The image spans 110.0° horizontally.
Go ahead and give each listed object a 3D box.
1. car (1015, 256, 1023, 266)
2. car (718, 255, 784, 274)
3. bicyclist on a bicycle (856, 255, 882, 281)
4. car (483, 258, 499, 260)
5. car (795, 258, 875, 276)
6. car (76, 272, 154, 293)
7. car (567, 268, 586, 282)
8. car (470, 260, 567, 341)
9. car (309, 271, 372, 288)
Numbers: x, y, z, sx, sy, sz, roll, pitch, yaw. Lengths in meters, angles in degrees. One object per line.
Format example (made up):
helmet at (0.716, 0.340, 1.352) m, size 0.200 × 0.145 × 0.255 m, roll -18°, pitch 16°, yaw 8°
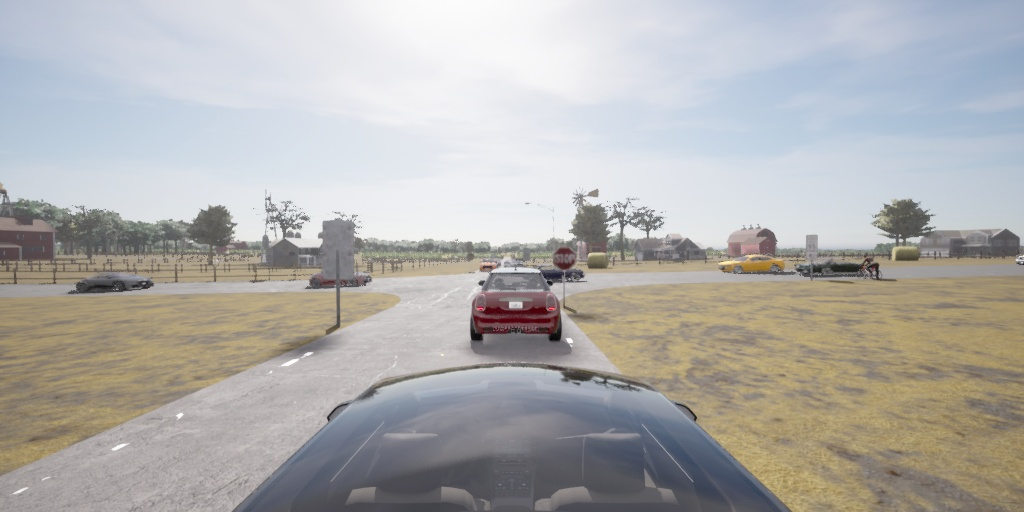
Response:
car at (46.160, 0.149, 30.552) m, size 4.674 × 1.442 × 1.812 m, roll -1°, pitch 1°, yaw 0°
car at (20.266, 0.687, 30.492) m, size 5.008 × 1.535 × 1.882 m, roll -1°, pitch 1°, yaw 0°
bicyclist on a bicycle at (22.792, 0.742, 22.911) m, size 0.582 × 1.620 × 1.656 m, roll -1°, pitch 0°, yaw 0°
car at (-3.076, 1.107, 46.371) m, size 2.097 × 1.767 × 4.553 m, roll 0°, pitch 0°, yaw -1°
car at (24.162, 0.794, 26.836) m, size 4.718 × 1.301 × 1.895 m, roll -1°, pitch 1°, yaw 0°
car at (-29.332, 1.901, 26.595) m, size 4.181 × 1.385 × 1.994 m, roll -1°, pitch 1°, yaw 0°
car at (3.026, 1.248, 26.756) m, size 4.718 × 1.301 × 1.895 m, roll -1°, pitch 1°, yaw 0°
car at (0.110, 1.098, 10.019) m, size 2.097 × 1.767 × 4.553 m, roll 0°, pitch 0°, yaw 1°
car at (-12.670, 1.563, 26.664) m, size 4.181 × 1.385 × 1.994 m, roll -1°, pitch 1°, yaw 0°
